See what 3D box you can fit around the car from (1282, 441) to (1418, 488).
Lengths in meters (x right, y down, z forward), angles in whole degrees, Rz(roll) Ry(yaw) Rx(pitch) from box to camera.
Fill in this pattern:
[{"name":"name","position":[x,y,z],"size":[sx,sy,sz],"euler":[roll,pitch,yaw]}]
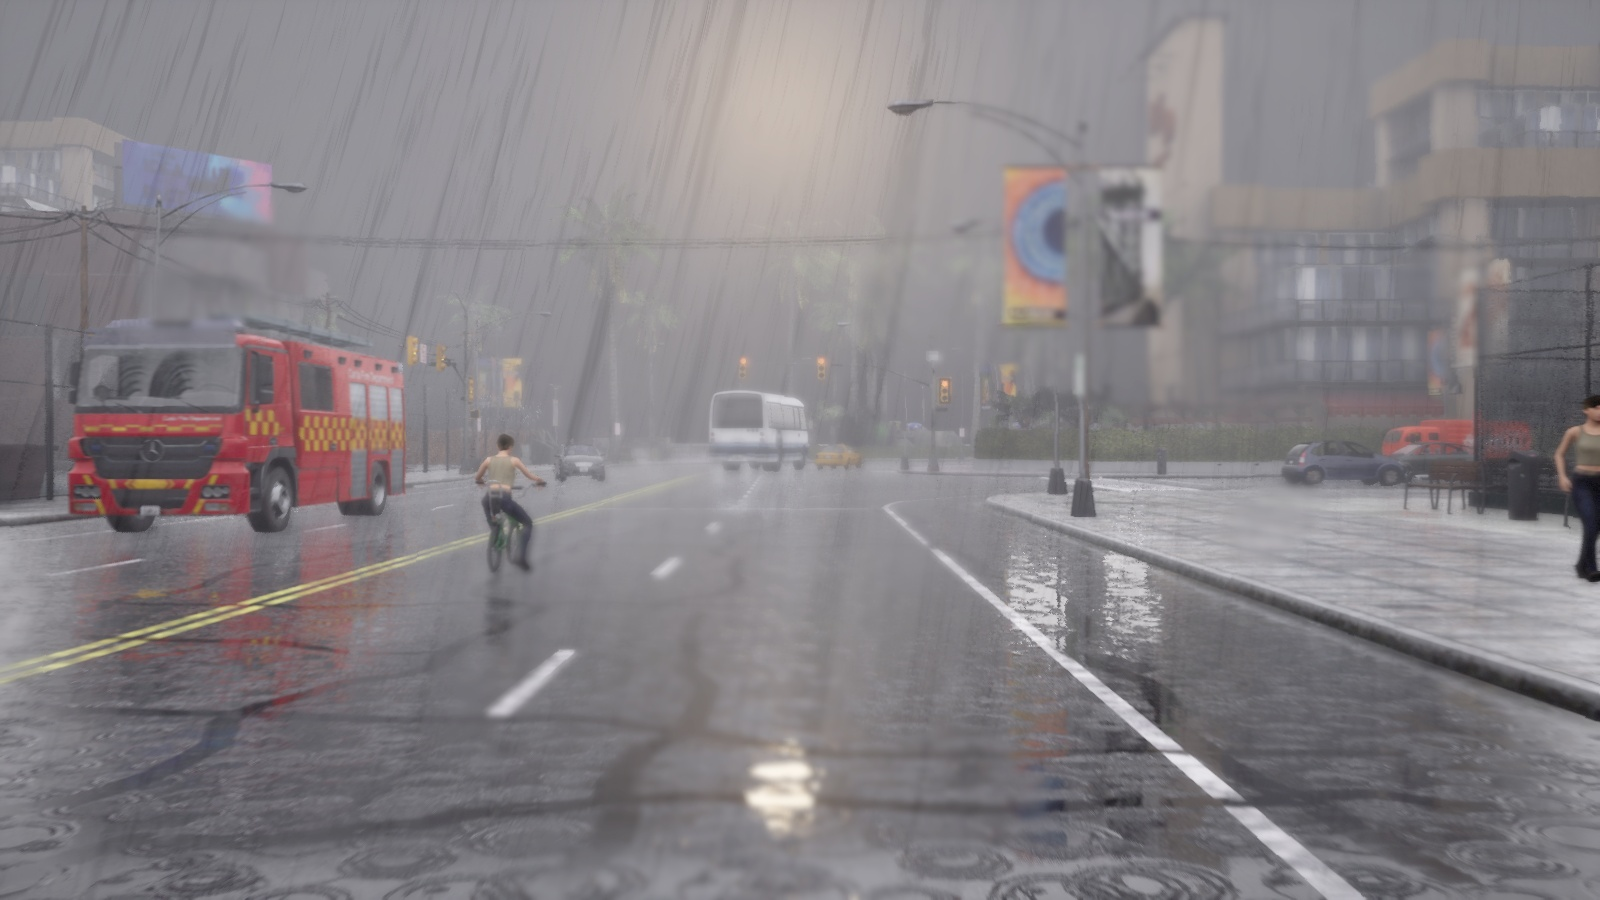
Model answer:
[{"name":"car","position":[19.368,0.487,44.360],"size":[3.988,1.617,1.851],"euler":[0,0,0]}]

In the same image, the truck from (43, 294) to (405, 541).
[{"name":"truck","position":[-10.278,-0.522,23.745],"size":[2.891,3.827,8.468],"euler":[0,0,1]}]

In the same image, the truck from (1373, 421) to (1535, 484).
[{"name":"truck","position":[26.669,0.087,51.378],"size":[5.204,2.467,2.627],"euler":[1,0,0]}]

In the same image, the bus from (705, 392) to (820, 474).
[{"name":"bus","position":[-1.900,-0.911,70.689],"size":[3.944,4.253,10.273],"euler":[0,0,13]}]

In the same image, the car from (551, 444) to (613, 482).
[{"name":"car","position":[-9.006,0.493,51.473],"size":[2.128,1.511,4.902],"euler":[0,0,-14]}]

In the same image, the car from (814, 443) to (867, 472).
[{"name":"car","position":[2.404,0.402,72.918],"size":[1.801,1.575,5.366],"euler":[0,0,17]}]

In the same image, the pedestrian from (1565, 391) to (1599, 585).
[{"name":"pedestrian","position":[7.725,0.362,12.155],"size":[0.345,1.836,0.594],"euler":[0,0,10]}]

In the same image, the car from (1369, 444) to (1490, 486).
[{"name":"car","position":[23.946,0.553,47.875],"size":[3.705,1.549,1.789],"euler":[0,0,0]}]

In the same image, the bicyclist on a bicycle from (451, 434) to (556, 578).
[{"name":"bicyclist on a bicycle","position":[-3.473,0.622,14.837],"size":[0.866,1.612,1.509],"euler":[0,0,1]}]
